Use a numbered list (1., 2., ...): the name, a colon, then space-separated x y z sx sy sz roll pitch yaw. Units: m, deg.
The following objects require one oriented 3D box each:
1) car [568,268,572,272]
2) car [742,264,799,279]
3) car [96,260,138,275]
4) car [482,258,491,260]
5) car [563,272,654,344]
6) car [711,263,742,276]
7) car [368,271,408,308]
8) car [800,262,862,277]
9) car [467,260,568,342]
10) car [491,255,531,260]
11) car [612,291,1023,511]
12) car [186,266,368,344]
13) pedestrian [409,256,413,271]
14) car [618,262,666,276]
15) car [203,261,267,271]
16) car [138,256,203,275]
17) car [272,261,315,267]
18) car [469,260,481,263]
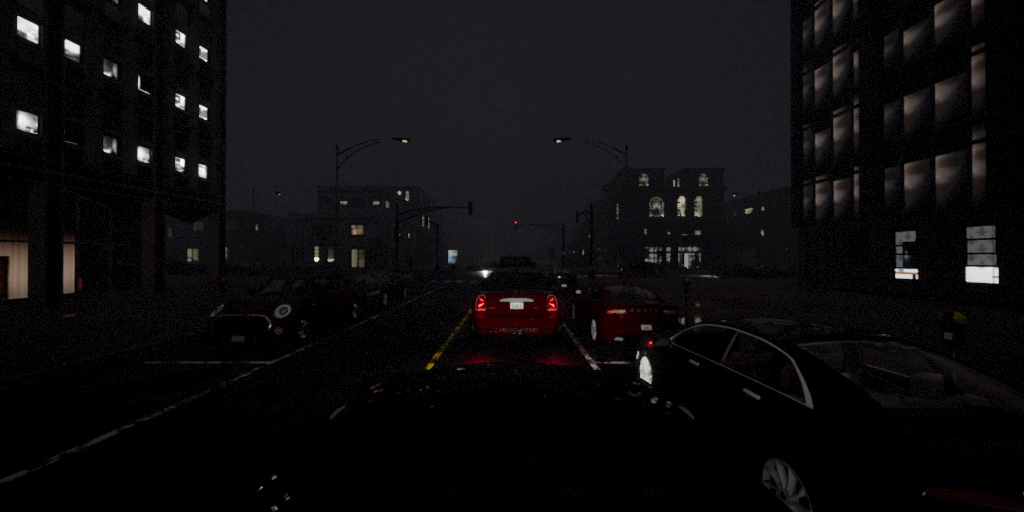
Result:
1. car: 2.705 1.309 20.794 2.007 1.370 4.403 0 0 0
2. car: 23.665 1.444 32.391 4.207 1.307 1.802 0 0 1
3. car: -36.465 1.141 33.397 4.403 1.370 2.007 0 0 1
4. car: -3.036 1.374 52.057 1.895 1.301 4.718 0 0 0
5. car: 2.696 1.298 9.409 1.888 1.381 4.507 0 0 0
6. car: 23.659 1.459 38.213 4.181 1.385 1.994 0 0 2
7. car: -5.681 1.306 15.125 2.007 1.370 4.403 0 0 0
8. car: 33.754 1.451 38.049 4.892 1.490 1.837 0 0 1
9. car: 0.105 1.106 9.958 2.097 1.767 4.553 0 0 0
10. car: 0.134 0.980 20.111 2.150 2.045 5.566 0 0 -1
11. car: 2.692 1.301 3.718 2.007 1.370 4.403 0 0 0
12. car: -5.685 1.193 9.433 1.967 1.591 4.097 0 0 0
13. pedestrian: -12.520 0.899 44.342 0.375 1.860 0.375 0 -1 1
14. car: 13.813 1.352 38.372 4.892 1.490 1.837 0 0 1
15. car: -25.392 1.188 33.218 4.403 1.370 2.007 0 0 1
16. car: -30.928 0.928 33.307 5.009 1.841 2.192 0 0 1
17. car: -25.425 1.211 41.600 4.829 1.417 1.751 0 0 1
18. car: -5.652 1.356 53.203 1.802 1.307 4.207 0 0 0
